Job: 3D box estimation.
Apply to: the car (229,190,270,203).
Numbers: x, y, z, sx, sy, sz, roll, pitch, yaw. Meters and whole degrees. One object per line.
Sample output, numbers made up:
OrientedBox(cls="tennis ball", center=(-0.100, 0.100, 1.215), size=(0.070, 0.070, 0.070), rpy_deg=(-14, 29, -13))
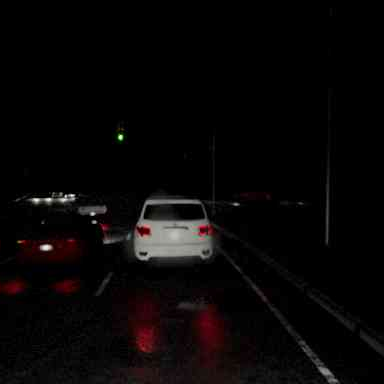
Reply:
OrientedBox(cls="car", center=(6.911, 0.469, 39.871), size=(5.008, 1.535, 1.882), rpy_deg=(1, 2, -19))

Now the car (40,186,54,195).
OrientedBox(cls="car", center=(-24.893, -0.282, 57.113), size=(2.033, 1.411, 5.357), rpy_deg=(-1, 2, -22))

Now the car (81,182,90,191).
OrientedBox(cls="car", center=(-25.864, -1.371, 77.608), size=(2.150, 2.045, 5.566), rpy_deg=(-1, 2, -23))

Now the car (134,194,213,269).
OrientedBox(cls="car", center=(-0.686, 1.108, 11.061), size=(2.150, 2.045, 5.566), rpy_deg=(0, 1, -6))

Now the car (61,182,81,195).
OrientedBox(cls="car", center=(-18.078, -0.309, 49.408), size=(2.150, 2.045, 5.566), rpy_deg=(-1, 2, -20))

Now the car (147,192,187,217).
OrientedBox(cls="car", center=(-1.790, 0.898, 25.619), size=(2.128, 1.511, 4.902), rpy_deg=(0, 2, 7))

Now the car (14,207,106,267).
OrientedBox(cls="car", center=(-4.234, 1.459, 11.167), size=(1.994, 1.385, 4.181), rpy_deg=(0, 1, -6))

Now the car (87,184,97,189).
OrientedBox(cls="car", center=(-26.642, -1.480, 88.559), size=(1.895, 1.301, 4.718), rpy_deg=(-1, 2, -22))

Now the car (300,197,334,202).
OrientedBox(cls="car", center=(16.381, 0.563, 43.201), size=(4.553, 1.767, 2.097), rpy_deg=(2, 1, -19))

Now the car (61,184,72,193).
OrientedBox(cls="car", center=(-25.564, -0.757, 67.858), size=(1.882, 1.535, 5.008), rpy_deg=(-1, 2, -23))

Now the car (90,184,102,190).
OrientedBox(cls="car", center=(-22.624, -1.111, 78.944), size=(2.033, 1.411, 5.357), rpy_deg=(-1, 2, -23))

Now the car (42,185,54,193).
OrientedBox(cls="car", center=(-28.868, -0.646, 66.690), size=(2.033, 1.411, 5.357), rpy_deg=(-1, 2, -23))

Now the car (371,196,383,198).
OrientedBox(cls="car", center=(25.818, 1.179, 46.540), size=(4.718, 1.301, 1.895), rpy_deg=(2, 1, -19))

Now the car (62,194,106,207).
OrientedBox(cls="car", center=(-7.758, 1.076, 23.978), size=(1.895, 1.301, 4.718), rpy_deg=(-1, 3, -31))

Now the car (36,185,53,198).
OrientedBox(cls="car", center=(-21.274, 0.006, 47.979), size=(1.882, 1.535, 5.008), rpy_deg=(-1, 2, -21))
